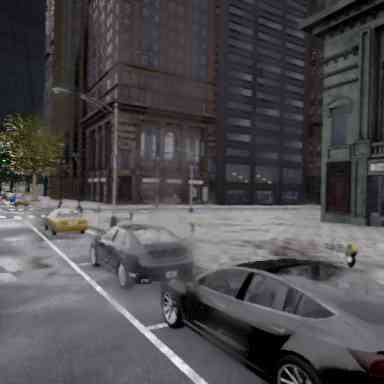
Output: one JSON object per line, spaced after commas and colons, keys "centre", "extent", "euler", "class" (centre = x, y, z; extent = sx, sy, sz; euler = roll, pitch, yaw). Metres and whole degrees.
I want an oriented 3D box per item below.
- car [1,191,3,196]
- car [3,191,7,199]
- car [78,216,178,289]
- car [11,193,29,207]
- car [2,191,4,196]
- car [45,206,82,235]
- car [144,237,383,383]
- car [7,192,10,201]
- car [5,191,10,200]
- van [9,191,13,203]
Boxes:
{"centre": [-43.885, 0.690, 79.818], "extent": [2.192, 1.841, 5.009], "euler": [0, 0, -31], "class": "car"}
{"centre": [-38.049, 1.023, 70.076], "extent": [1.887, 1.381, 4.507], "euler": [0, 0, -31], "class": "car"}
{"centre": [-1.561, 1.554, 9.188], "extent": [2.008, 1.369, 4.403], "euler": [0, 0, -31], "class": "car"}
{"centre": [-23.540, 1.241, 45.865], "extent": [1.752, 1.417, 4.829], "euler": [0, 0, -31], "class": "car"}
{"centre": [-40.969, 0.977, 74.948], "extent": [2.008, 1.369, 4.403], "euler": [0, 0, -31], "class": "car"}
{"centre": [-6.997, 1.465, 18.260], "extent": [1.752, 1.417, 4.829], "euler": [0, 0, -31], "class": "car"}
{"centre": [1.113, 1.598, 4.726], "extent": [1.947, 1.339, 4.313], "euler": [0, 0, -31], "class": "car"}
{"centre": [-29.292, 1.192, 55.463], "extent": [1.947, 1.339, 4.313], "euler": [0, 0, -31], "class": "car"}
{"centre": [-35.218, 1.053, 65.351], "extent": [1.752, 1.417, 4.829], "euler": [0, 0, -31], "class": "car"}
{"centre": [-26.371, 1.013, 50.590], "extent": [1.690, 1.788, 3.998], "euler": [0, 0, -31], "class": "van"}
